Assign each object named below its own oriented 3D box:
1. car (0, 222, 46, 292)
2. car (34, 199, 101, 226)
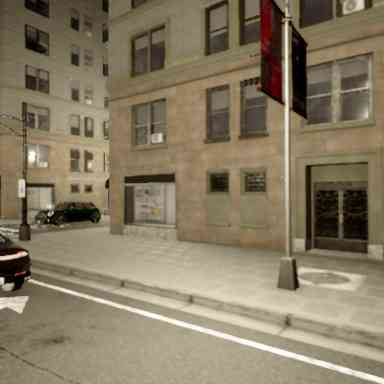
[{"bbox_3d":[-5.671,1.504,7.700,4.902,1.511,2.128,0,0,35],"label":"car"},{"bbox_3d":[-8.883,1.430,23.968,2.097,1.767,4.553,0,0,36],"label":"car"}]
